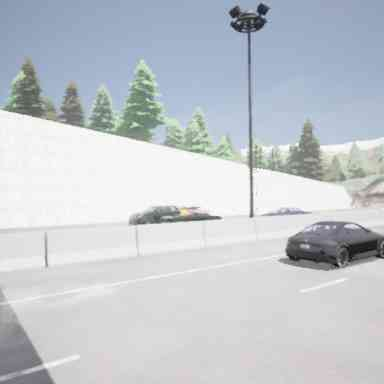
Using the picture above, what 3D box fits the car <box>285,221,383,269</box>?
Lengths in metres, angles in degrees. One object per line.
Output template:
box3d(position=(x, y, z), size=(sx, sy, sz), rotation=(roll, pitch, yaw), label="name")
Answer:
box3d(position=(5.249, 1.715, 11.875), size=(4.181, 1.385, 1.994), rotation=(0, -1, -36), label="car")

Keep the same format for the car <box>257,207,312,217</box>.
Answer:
box3d(position=(7.528, 1.936, 26.801), size=(5.357, 1.411, 2.033), rotation=(0, -1, -36), label="car")

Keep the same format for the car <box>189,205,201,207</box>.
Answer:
box3d(position=(-0.343, 2.098, 34.050), size=(5.008, 1.535, 1.882), rotation=(0, -1, -36), label="car")

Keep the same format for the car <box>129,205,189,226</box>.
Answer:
box3d(position=(-2.964, 1.895, 27.799), size=(4.553, 1.767, 2.097), rotation=(0, -1, -36), label="car")

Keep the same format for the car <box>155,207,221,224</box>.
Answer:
box3d(position=(-0.144, 2.067, 25.522), size=(4.718, 1.301, 1.895), rotation=(0, -1, -36), label="car")
